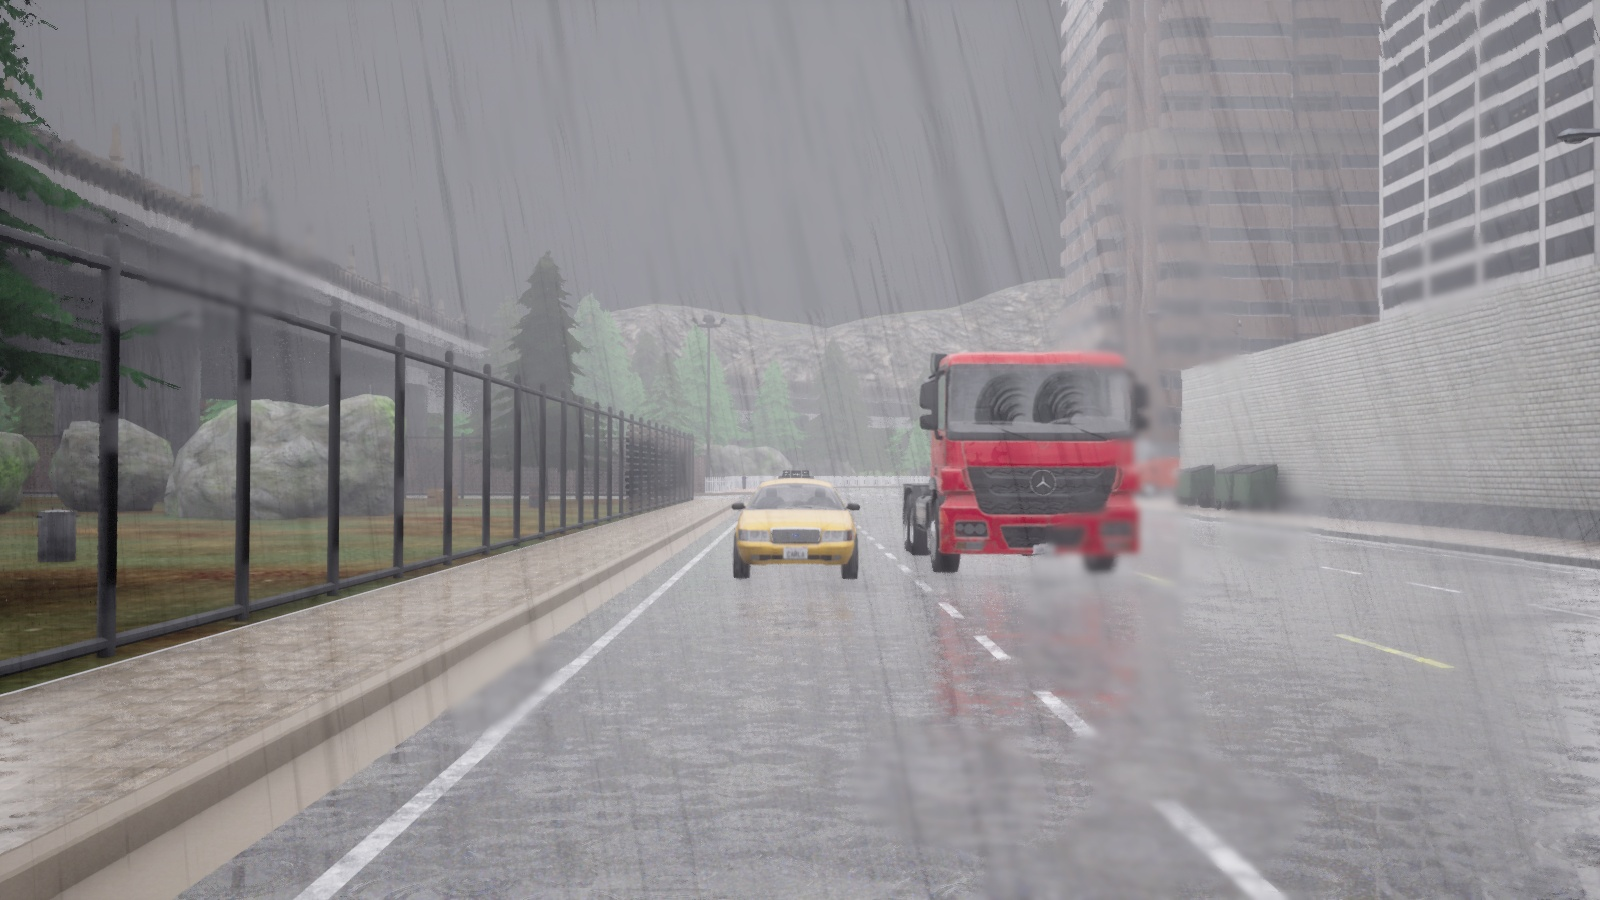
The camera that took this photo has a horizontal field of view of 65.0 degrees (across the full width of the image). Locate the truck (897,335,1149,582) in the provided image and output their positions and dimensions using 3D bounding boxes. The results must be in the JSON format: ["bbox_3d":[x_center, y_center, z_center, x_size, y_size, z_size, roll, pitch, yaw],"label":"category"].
[{"bbox_3d":[3.434,0.181,21.609,2.891,3.462,7.936,0,-1,0],"label":"truck"}]

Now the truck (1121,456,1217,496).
[{"bbox_3d":[23.192,1.613,79.072,5.204,2.467,2.627,0,-1,0],"label":"truck"}]

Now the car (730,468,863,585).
[{"bbox_3d":[-0.057,1.085,19.750,1.801,1.575,5.366,0,-1,0],"label":"car"}]
